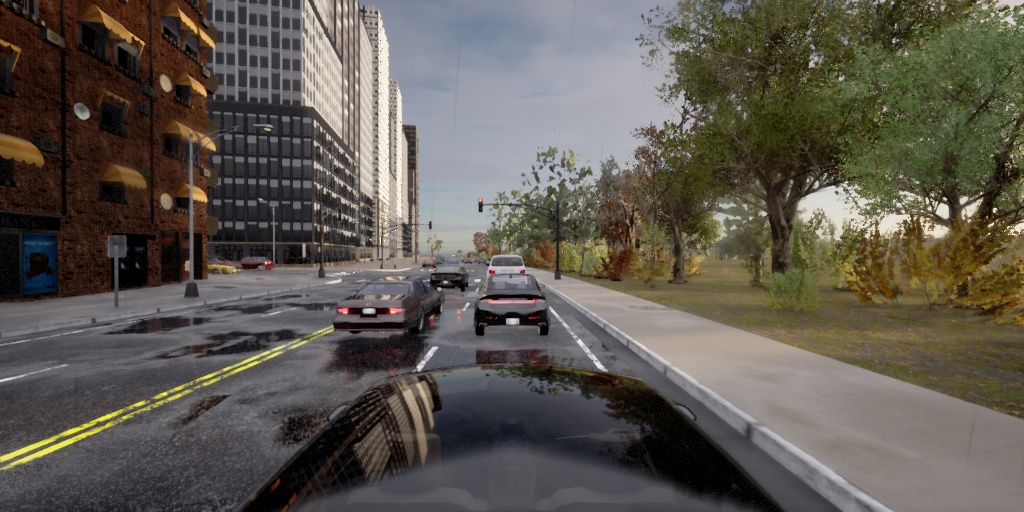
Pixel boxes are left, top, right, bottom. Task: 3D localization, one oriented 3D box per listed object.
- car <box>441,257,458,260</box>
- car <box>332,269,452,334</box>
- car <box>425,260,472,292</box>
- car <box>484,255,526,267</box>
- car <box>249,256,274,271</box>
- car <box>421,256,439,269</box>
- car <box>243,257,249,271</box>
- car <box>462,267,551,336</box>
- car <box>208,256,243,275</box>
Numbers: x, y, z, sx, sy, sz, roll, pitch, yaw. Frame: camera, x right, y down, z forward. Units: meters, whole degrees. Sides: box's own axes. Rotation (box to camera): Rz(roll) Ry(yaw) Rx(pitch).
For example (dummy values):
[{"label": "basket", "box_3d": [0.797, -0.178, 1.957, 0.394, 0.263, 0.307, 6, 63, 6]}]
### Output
[{"label": "car", "box_3d": [-9.838, 1.275, 56.918, 1.994, 1.385, 4.181, 0, 0, -6]}, {"label": "car", "box_3d": [-3.282, 1.295, 10.631, 2.033, 1.411, 5.357, 0, 0, -1]}, {"label": "car", "box_3d": [-3.612, 1.220, 21.261, 1.882, 1.535, 5.008, 0, 0, -3]}, {"label": "car", "box_3d": [-0.338, 0.964, 20.827, 2.150, 2.045, 5.566, 0, 0, -2]}, {"label": "car", "box_3d": [-28.723, 0.803, 39.278, 4.097, 1.591, 1.967, 0, 0, -11]}, {"label": "car", "box_3d": [-13.056, 1.191, 56.459, 1.882, 1.535, 5.008, 0, 0, -6]}, {"label": "car", "box_3d": [-27.888, 0.742, 33.457, 4.553, 1.767, 2.097, 1, 0, -11]}, {"label": "car", "box_3d": [-0.029, 1.239, 10.390, 2.128, 1.511, 4.902, 0, 0, -1]}, {"label": "car", "box_3d": [-26.686, 0.937, 30.966, 4.829, 1.417, 1.751, 0, 0, -11]}]
